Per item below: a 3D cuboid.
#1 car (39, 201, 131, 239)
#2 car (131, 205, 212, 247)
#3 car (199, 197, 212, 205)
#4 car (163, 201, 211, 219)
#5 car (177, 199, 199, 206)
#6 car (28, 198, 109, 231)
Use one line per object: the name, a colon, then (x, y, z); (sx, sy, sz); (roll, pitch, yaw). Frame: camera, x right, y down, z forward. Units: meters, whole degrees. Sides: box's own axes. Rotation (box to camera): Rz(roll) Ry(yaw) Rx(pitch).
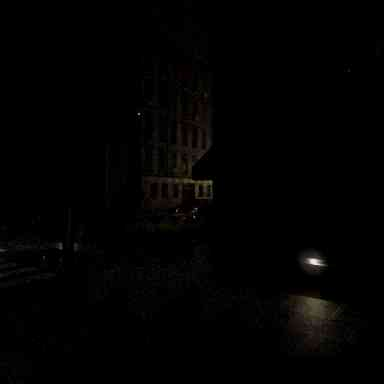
car: (-5.159, 1.457, 17.779); (1.882, 1.535, 5.008); (0, 0, 34)
car: (-0.308, 1.530, 15.136); (1.752, 1.417, 4.829); (0, 0, 36)
car: (2.896, 1.314, 19.618); (2.192, 1.841, 5.009); (0, 0, 36)
car: (-0.330, 1.521, 28.912); (1.947, 1.339, 4.313); (0, 0, 36)
car: (0.676, 1.321, 25.948); (2.097, 1.767, 4.553); (0, 0, 35)
car: (-6.931, 1.282, 19.670); (2.192, 1.841, 5.009); (0, 0, 36)
